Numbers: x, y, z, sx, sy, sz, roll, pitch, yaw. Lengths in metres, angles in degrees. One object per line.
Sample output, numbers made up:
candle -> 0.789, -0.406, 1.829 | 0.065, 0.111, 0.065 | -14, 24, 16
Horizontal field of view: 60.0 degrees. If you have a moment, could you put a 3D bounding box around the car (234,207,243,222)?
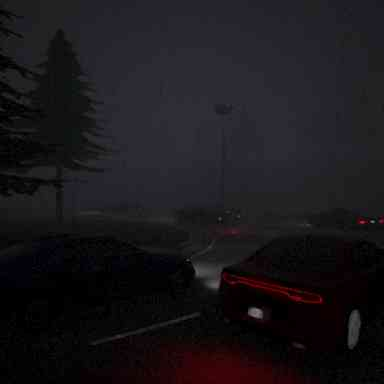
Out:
car -> 2.109, 1.642, 27.189 | 1.812, 1.442, 4.674 | 1, -1, -39

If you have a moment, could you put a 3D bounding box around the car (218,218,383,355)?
car -> 2.578, 1.519, 6.333 | 1.882, 1.535, 5.008 | 1, 0, 44

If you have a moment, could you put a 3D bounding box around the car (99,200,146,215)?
car -> -7.305, 1.582, 34.929 | 4.892, 1.490, 1.837 | 1, -1, 5

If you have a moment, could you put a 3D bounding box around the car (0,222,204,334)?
car -> -2.036, 1.536, 6.777 | 4.674, 1.442, 1.812 | 1, -1, -41

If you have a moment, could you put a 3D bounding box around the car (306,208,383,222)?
car -> 9.395, 1.693, 20.813 | 2.033, 1.411, 5.357 | 1, 0, -14

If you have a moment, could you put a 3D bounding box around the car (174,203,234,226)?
car -> 0.516, 1.569, 23.572 | 1.882, 1.535, 5.008 | 2, -1, -31
